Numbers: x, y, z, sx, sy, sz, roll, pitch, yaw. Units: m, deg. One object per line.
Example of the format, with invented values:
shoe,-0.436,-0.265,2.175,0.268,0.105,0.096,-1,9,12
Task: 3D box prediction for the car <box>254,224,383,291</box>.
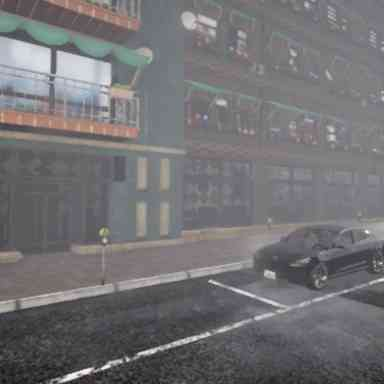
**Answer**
car,3.623,1.588,9.137,4.313,1.339,1.947,0,1,-36
